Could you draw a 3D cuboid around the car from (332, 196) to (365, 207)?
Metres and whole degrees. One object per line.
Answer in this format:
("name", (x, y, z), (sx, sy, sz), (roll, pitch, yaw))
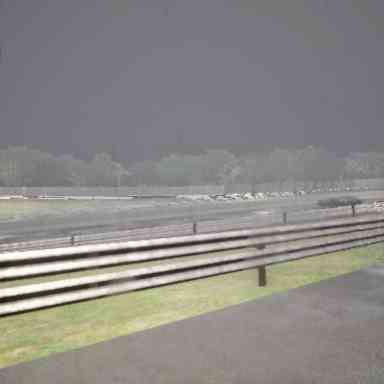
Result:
("car", (24.106, 1.347, 50.487), (4.553, 1.767, 2.097), (-4, 2, -26))

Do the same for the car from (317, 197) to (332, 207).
("car", (22.612, 1.527, 53.653), (5.357, 1.411, 2.033), (-4, 2, -26))

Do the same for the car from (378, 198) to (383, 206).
("car", (29.497, 1.342, 49.220), (4.181, 1.385, 1.994), (-4, 2, -26))
